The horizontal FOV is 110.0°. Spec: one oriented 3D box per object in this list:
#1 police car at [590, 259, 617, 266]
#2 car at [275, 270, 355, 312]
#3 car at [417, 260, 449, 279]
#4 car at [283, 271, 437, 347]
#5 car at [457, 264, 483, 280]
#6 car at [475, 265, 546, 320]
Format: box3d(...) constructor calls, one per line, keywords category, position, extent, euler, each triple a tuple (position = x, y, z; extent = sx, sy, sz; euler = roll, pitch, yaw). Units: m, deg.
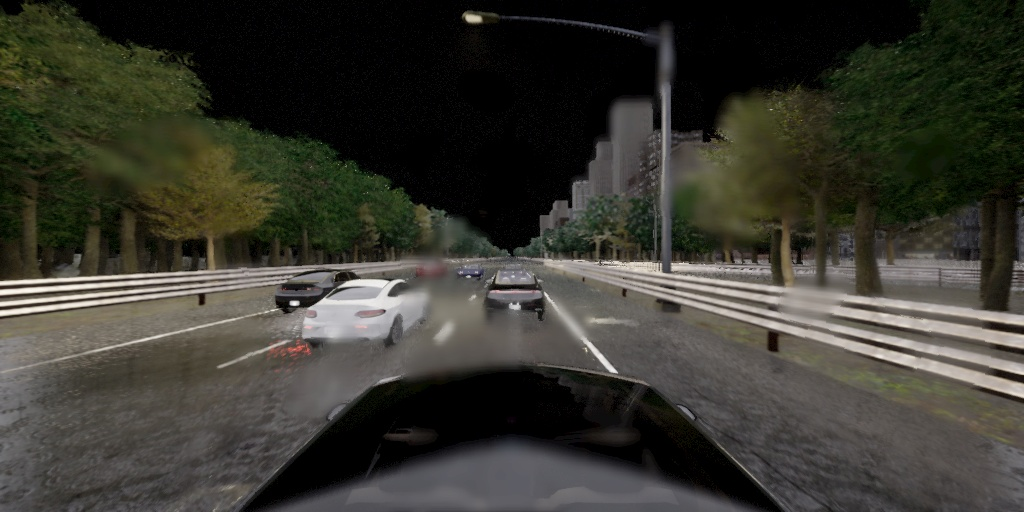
box3d(category="police car", position=(13.972, 1.270, 55.896), extent=(1.930, 1.638, 5.238), euler=(0, 1, -30))
box3d(category="car", position=(-6.903, 1.252, 13.801), extent=(1.837, 1.490, 4.892), euler=(0, 0, 0))
box3d(category="car", position=(-6.910, 1.091, 31.762), extent=(2.097, 1.767, 4.553), euler=(0, 0, 0))
box3d(category="car", position=(-3.402, 1.275, 9.165), extent=(1.812, 1.442, 4.674), euler=(0, 0, 0))
box3d(category="car", position=(-3.407, 1.341, 30.593), extent=(1.895, 1.301, 4.718), euler=(0, 0, 0))
box3d(category="car", position=(0.096, 1.240, 12.567), extent=(2.128, 1.511, 4.902), euler=(0, 0, 0))
